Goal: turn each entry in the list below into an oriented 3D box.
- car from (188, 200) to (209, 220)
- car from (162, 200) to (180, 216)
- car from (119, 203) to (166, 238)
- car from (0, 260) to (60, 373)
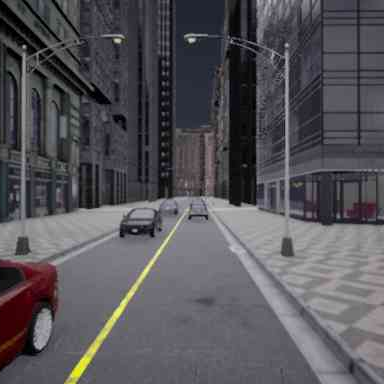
[{"bbox_3d":[0.611,1.803,31.456,2.033,1.411,5.357,0,0,1],"label":"car"},{"bbox_3d":[-2.509,1.634,36.469,2.097,1.767,4.553,0,0,1],"label":"car"},{"bbox_3d":[-2.791,1.640,18.962,1.882,1.535,5.008,0,0,1],"label":"car"},{"bbox_3d":[-3.084,1.504,3.329,1.882,1.535,5.008,0,-1,1],"label":"car"}]
